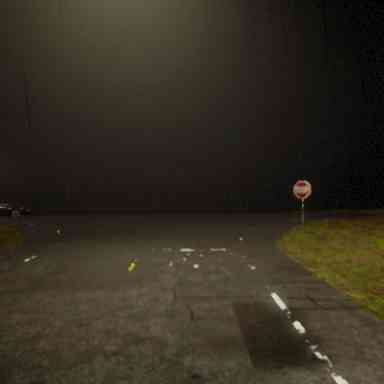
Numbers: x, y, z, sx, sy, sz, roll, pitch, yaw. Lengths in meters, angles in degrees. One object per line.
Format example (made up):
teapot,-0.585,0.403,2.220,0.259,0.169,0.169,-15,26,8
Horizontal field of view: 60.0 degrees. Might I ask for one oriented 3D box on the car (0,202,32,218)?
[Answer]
car,-16.352,1.578,29.188,4.181,1.385,1.994,-1,-3,1
